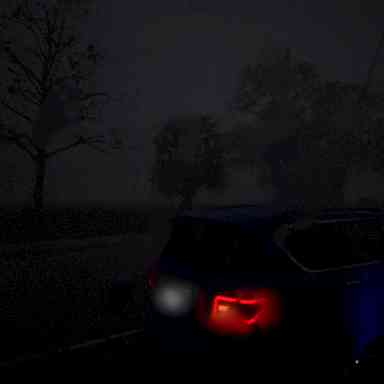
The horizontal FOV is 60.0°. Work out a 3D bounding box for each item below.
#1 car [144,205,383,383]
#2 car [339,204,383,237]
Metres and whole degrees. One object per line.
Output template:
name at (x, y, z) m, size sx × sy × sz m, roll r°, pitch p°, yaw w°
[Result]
car at (2.023, 1.215, 4.987) m, size 5.566 × 2.045 × 2.150 m, roll 0°, pitch 0°, yaw -34°
car at (10.730, 1.468, 18.443) m, size 4.902 × 1.511 × 2.128 m, roll 0°, pitch 0°, yaw -28°
